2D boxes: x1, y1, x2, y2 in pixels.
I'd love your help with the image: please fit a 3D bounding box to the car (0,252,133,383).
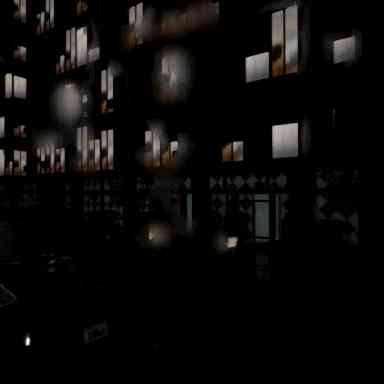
[{"bbox_3d":[-2.733,1.566,4.836,4.313,1.339,1.947,0,0,36],"label":"car"}]
